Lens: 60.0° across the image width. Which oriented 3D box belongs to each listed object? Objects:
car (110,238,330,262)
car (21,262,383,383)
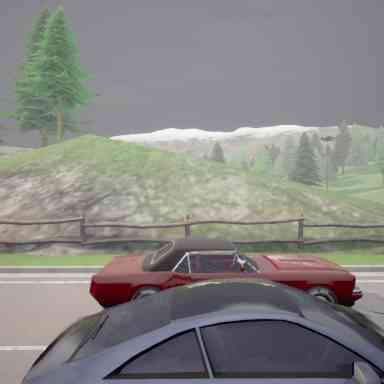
[{"bbox_3d":[0.618,1.601,6.478,4.718,1.301,1.895,0,0,-1],"label":"car"},{"bbox_3d":[0.706,1.564,2.980,4.181,1.385,1.994,0,0,-1],"label":"car"}]
